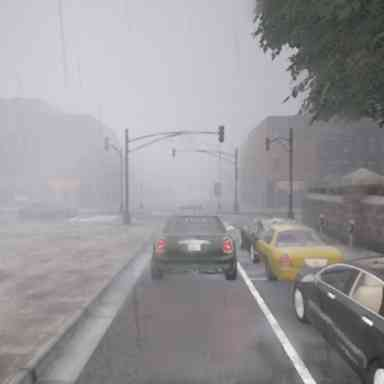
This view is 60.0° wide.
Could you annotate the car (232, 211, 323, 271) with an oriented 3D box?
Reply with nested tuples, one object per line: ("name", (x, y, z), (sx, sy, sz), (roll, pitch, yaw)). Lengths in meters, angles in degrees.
("car", (2.652, 1.484, 11.482), (2.008, 1.369, 4.403), (-1, 0, 0))

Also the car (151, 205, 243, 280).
("car", (0.067, 1.294, 9.885), (2.097, 1.767, 4.553), (0, 0, 0))

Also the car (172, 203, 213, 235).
("car", (0.012, 1.449, 19.320), (2.033, 1.411, 5.357), (0, 0, 0))

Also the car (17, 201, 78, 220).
("car", (-10.749, 1.390, 24.953), (4.181, 1.385, 1.994), (1, 2, 1))

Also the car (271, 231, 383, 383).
("car", (2.623, 1.524, 4.347), (2.008, 1.369, 4.403), (-1, 0, 0))

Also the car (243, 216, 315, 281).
("car", (2.675, 1.470, 9.508), (1.752, 1.417, 4.829), (-1, 0, 0))
